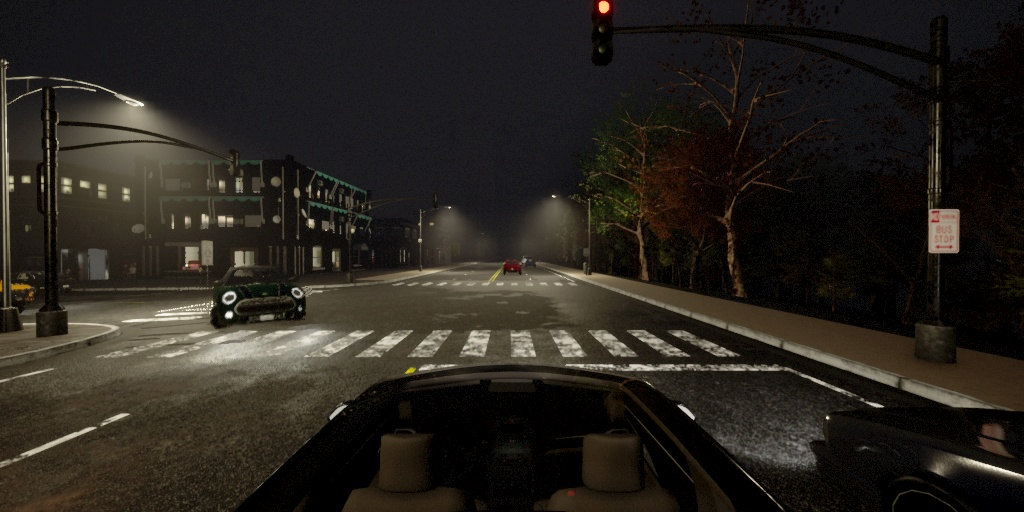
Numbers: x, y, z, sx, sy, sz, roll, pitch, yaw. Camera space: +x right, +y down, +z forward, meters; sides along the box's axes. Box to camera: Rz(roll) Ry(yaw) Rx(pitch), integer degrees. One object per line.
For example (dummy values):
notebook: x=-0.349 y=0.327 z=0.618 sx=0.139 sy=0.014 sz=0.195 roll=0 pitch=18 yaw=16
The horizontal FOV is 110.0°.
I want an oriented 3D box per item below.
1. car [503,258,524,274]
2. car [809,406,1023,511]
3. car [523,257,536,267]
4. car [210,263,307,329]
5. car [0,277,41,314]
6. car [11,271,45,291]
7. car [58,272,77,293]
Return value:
car: x=0.029 y=1.214 z=40.400 sx=1.882 sy=1.535 sz=5.008 roll=0 pitch=0 yaw=0
car: x=3.353 y=1.298 z=0.412 sx=2.033 sy=1.411 sz=5.357 roll=0 pitch=0 yaw=0
car: x=3.229 y=1.273 z=63.193 sx=2.033 sy=1.411 sz=5.357 roll=0 pitch=0 yaw=0
car: x=-8.183 y=1.108 z=11.509 sx=2.097 sy=1.767 sz=4.553 roll=-1 pitch=1 yaw=-41
car: x=-19.969 y=1.565 z=12.526 sx=4.313 sy=1.339 sz=1.948 roll=0 pitch=0 yaw=0
car: x=-23.618 y=1.491 z=15.229 sx=5.008 sy=1.535 sz=1.882 roll=-1 pitch=1 yaw=0
car: x=-28.319 y=1.559 z=21.022 sx=4.403 sy=1.370 sz=2.007 roll=0 pitch=0 yaw=0
